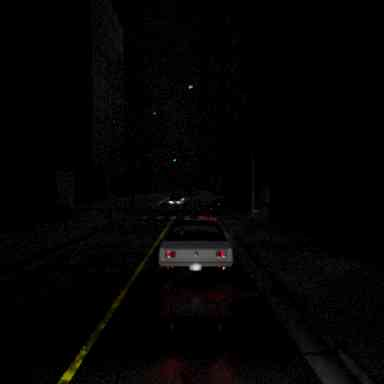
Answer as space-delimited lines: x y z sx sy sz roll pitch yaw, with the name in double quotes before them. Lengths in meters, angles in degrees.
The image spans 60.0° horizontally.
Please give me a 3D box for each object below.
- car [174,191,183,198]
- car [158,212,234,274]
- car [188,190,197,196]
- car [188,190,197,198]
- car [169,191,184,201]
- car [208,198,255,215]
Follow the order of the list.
"car" -2.908 0.588 75.124 1.837 1.490 4.892 0 1 0
"car" 0.112 1.526 10.290 1.895 1.301 4.718 0 0 1
"car" 0.107 0.214 86.968 2.128 1.511 4.902 0 1 0
"car" 0.094 0.400 76.937 2.097 1.767 4.553 0 1 0
"car" -2.971 0.928 59.753 2.033 1.411 5.357 0 1 1
"car" 3.711 1.253 30.579 4.902 1.511 2.128 -1 0 -35
